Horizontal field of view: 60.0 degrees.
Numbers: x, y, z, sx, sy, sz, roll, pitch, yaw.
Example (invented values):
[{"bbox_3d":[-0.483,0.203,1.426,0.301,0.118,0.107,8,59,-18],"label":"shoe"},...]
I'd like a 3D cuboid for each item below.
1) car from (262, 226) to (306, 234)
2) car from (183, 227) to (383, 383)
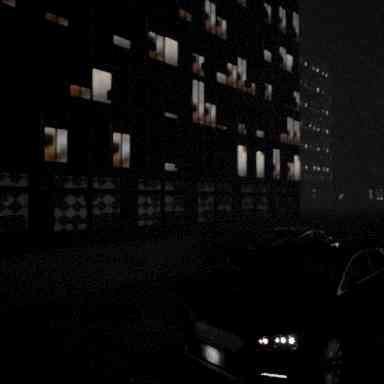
[{"bbox_3d":[2.765,1.705,9.539,4.403,1.369,2.008,1,-1,-43],"label":"car"},{"bbox_3d":[2.026,1.573,5.384,4.902,1.511,2.128,1,-1,-43],"label":"car"}]
